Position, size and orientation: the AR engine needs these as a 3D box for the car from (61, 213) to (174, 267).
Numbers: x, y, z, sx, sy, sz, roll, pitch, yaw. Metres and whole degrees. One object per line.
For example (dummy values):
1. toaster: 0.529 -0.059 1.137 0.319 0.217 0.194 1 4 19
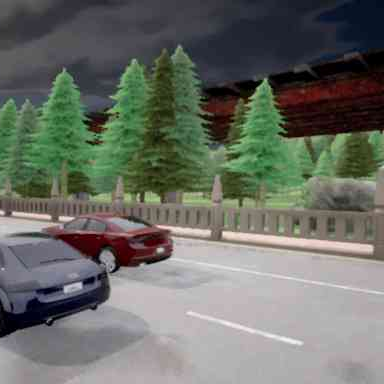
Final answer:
1. car: -2.849 1.386 10.364 5.008 1.535 1.882 1 0 36

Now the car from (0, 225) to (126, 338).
1. car: -3.548 1.491 6.551 4.181 1.385 1.994 1 1 36
